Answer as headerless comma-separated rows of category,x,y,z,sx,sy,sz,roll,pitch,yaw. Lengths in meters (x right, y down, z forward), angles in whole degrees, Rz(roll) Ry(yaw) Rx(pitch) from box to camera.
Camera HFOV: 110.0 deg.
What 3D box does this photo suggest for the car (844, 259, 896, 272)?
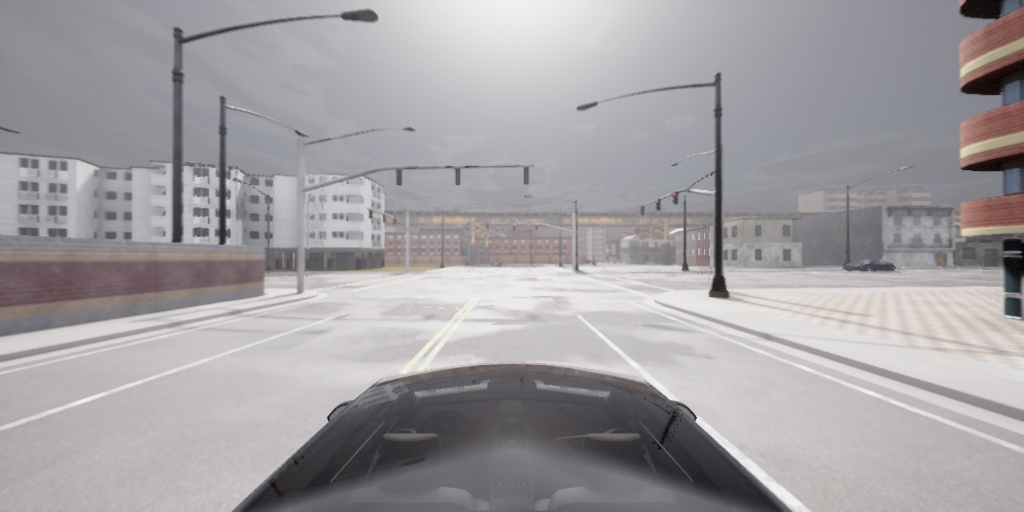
car,38.450,1.040,38.605,4.181,1.385,1.994,-1,0,2
